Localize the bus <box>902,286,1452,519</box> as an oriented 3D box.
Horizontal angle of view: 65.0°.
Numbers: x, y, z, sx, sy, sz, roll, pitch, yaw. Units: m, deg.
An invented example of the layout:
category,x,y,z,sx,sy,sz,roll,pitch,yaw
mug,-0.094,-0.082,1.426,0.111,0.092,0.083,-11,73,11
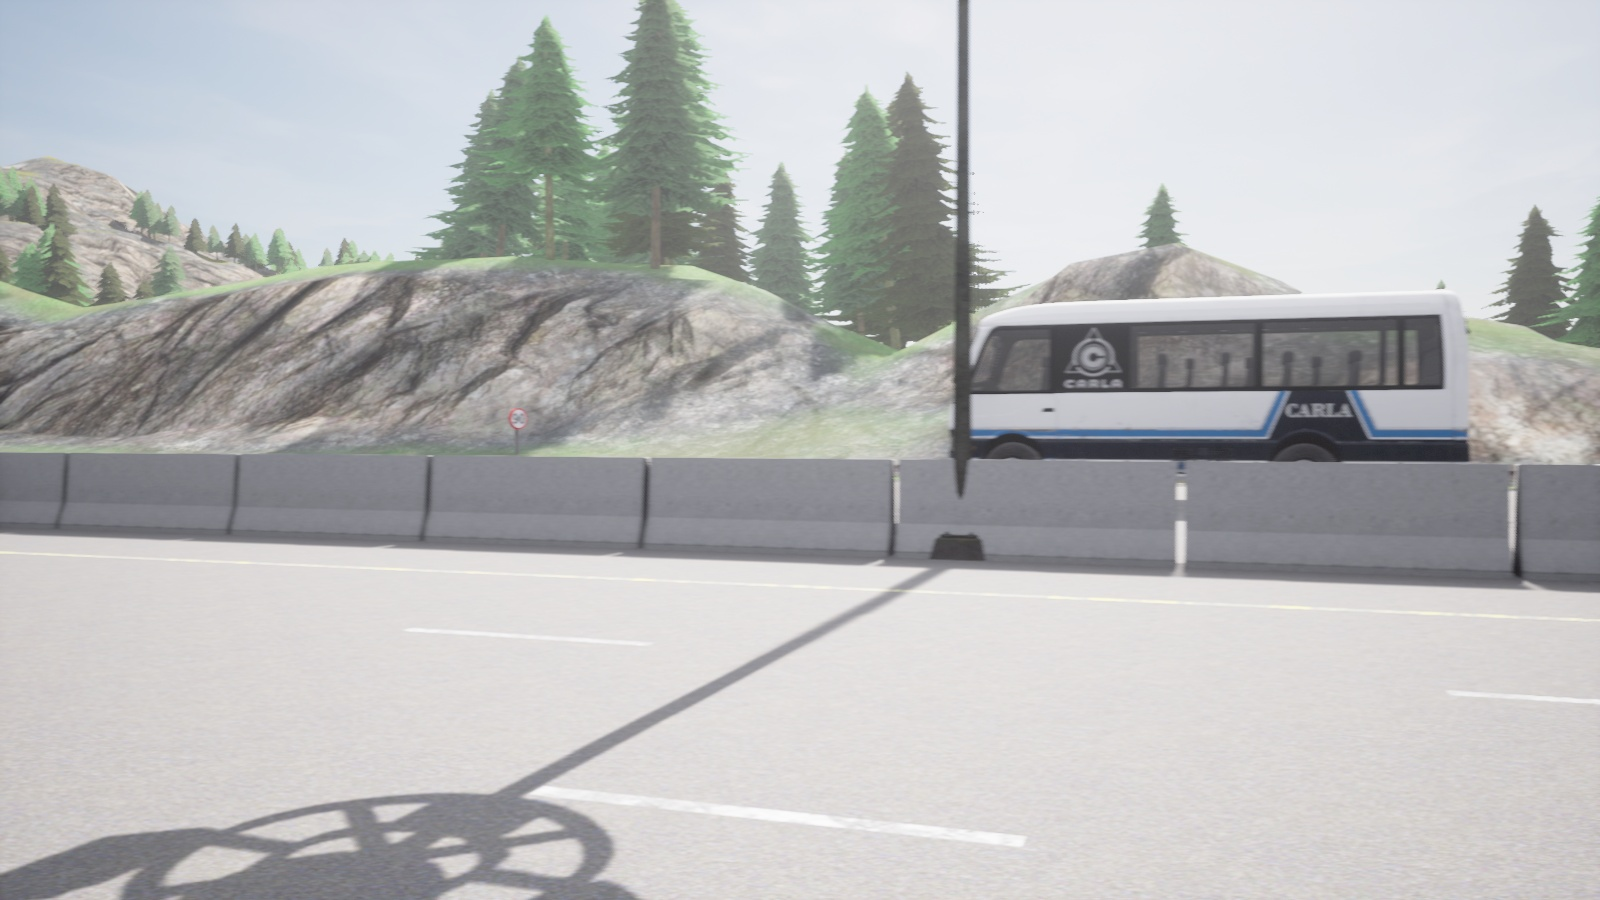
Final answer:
category,x,y,z,sx,sy,sz,roll,pitch,yaw
bus,7.638,-0.959,26.448,10.273,4.253,3.944,1,1,19
